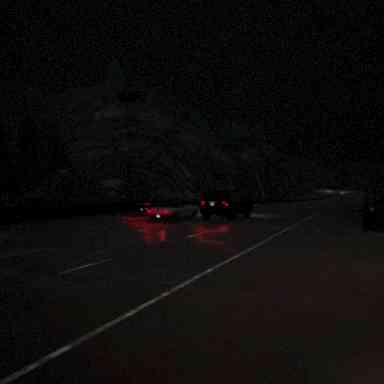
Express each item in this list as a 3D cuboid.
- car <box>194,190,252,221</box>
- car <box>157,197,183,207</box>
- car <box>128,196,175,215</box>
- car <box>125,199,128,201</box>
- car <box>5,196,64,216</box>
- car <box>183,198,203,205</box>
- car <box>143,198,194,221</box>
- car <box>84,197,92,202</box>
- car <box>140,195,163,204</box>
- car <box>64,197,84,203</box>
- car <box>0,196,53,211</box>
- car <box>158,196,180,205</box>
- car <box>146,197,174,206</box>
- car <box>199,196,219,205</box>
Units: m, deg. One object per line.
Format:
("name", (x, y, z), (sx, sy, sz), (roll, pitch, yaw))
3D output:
("car", (2.569, 0.913, 23.977), (2.150, 2.045, 5.566), (0, 0, 28))
("car", (-3.344, 1.485, 50.685), (1.994, 1.385, 4.181), (0, -1, 28))
("car", (-2.883, 1.194, 28.647), (2.128, 1.511, 4.902), (0, 0, 28))
("car", (-9.090, 1.455, 54.754), (1.837, 1.490, 4.892), (0, -2, 28))
("car", (-14.489, 1.314, 29.561), (2.033, 1.411, 5.357), (0, 1, 28))
("car", (0.234, 1.773, 64.920), (1.895, 1.301, 4.718), (0, -1, 28))
("car", (-1.224, 1.317, 24.279), (1.895, 1.301, 4.718), (0, 0, 28))
("car", (-16.438, 1.389, 48.374), (1.994, 1.385, 4.181), (0, -1, 28))
("car", (-7.851, 1.465, 64.578), (2.097, 1.767, 4.553), (0, -1, 28))
("car", (-14.690, 1.328, 36.688), (1.895, 1.301, 4.718), (0, 0, 28))
("car", (-18.378, 1.221, 37.196), (2.128, 1.511, 4.902), (0, 0, 28))
("car", (-4.391, 1.600, 63.697), (1.882, 1.535, 5.008), (0, 0, 28))
("car", (-5.190, 1.519, 54.633), (2.033, 1.411, 5.357), (0, -1, 28))
("car", (3.337, 1.644, 63.301), (1.882, 1.535, 5.008), (0, -1, 28))
